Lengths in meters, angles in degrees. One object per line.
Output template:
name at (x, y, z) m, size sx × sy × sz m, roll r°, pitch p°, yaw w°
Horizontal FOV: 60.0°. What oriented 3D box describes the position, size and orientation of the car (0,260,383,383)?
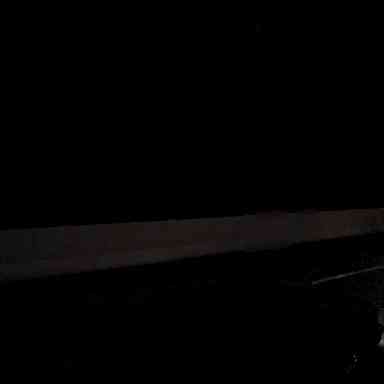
car at (-0.064, 1.537, 3.668) m, size 5.357 × 1.411 × 2.033 m, roll 0°, pitch 0°, yaw -34°
